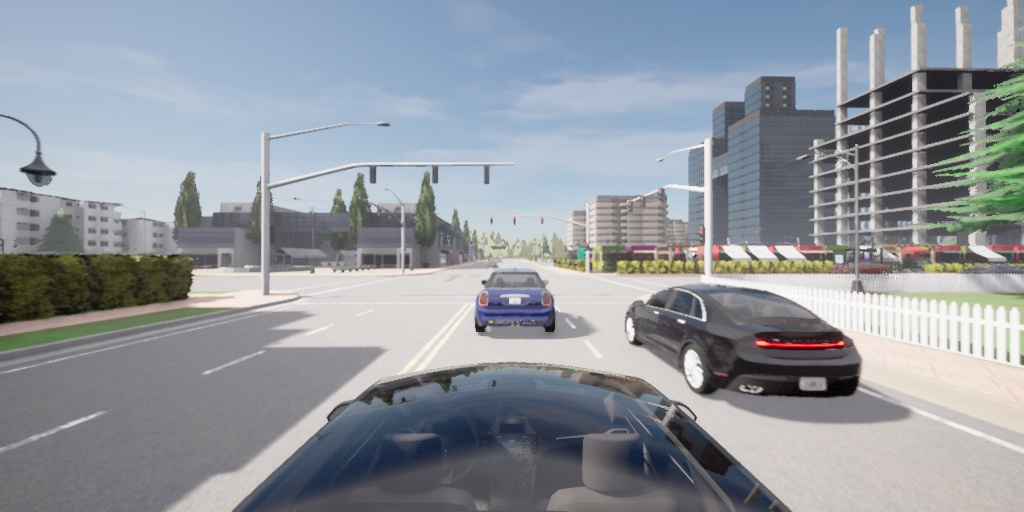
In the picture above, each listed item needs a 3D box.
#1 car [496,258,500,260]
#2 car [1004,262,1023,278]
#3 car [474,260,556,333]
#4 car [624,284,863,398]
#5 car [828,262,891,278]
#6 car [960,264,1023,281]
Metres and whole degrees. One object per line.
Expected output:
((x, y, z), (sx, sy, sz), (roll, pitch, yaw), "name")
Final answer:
((-3.509, 1.469, 63.240), (1.812, 1.442, 4.674), (0, 1, 0), "car")
((51.116, 1.358, 34.556), (5.008, 1.535, 1.882), (0, 0, -1), "car")
((0.082, 1.127, 10.998), (2.097, 1.767, 4.553), (0, 0, 0), "car")
((3.561, 1.267, 6.645), (1.837, 1.490, 4.892), (0, 0, 0), "car")
((33.067, 1.312, 34.192), (5.008, 1.535, 1.882), (0, 0, -1), "car")
((41.468, 1.390, 30.886), (4.181, 1.385, 1.994), (0, 0, -1), "car")
